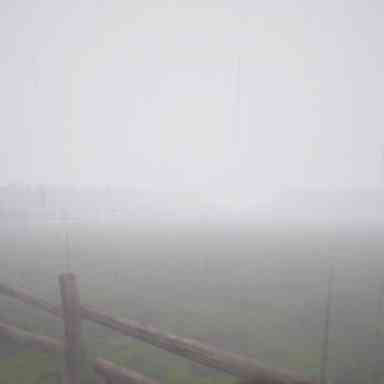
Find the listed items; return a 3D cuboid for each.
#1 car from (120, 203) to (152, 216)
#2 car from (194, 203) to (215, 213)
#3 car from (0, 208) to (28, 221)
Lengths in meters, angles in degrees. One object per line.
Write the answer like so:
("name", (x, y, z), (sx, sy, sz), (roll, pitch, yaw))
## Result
("car", (-7.511, 2.299, 44.954), (2.097, 1.767, 4.553), (-1, -2, 36))
("car", (2.331, 2.768, 58.339), (2.128, 1.511, 4.902), (-1, -2, 36))
("car", (-17.912, 2.141, 30.643), (1.895, 1.301, 4.718), (-1, -2, 36))
